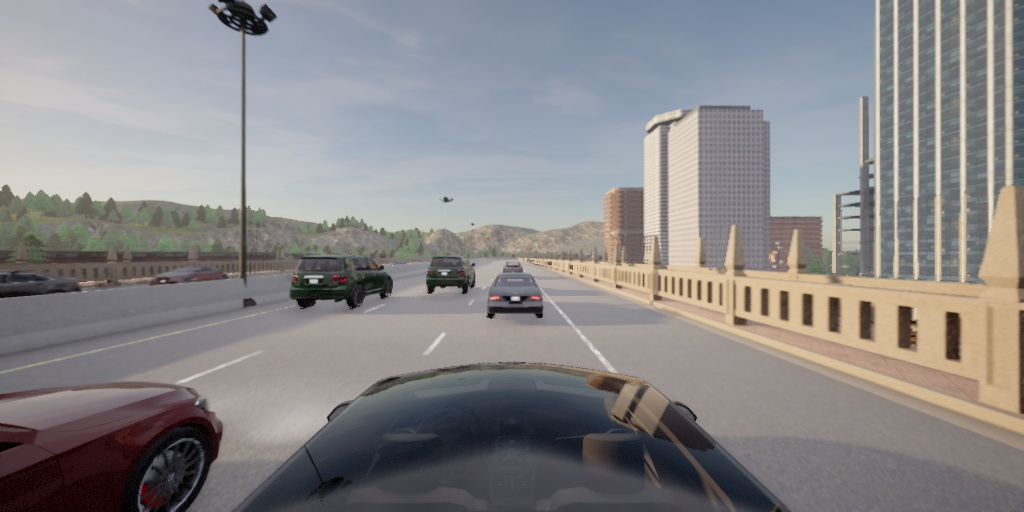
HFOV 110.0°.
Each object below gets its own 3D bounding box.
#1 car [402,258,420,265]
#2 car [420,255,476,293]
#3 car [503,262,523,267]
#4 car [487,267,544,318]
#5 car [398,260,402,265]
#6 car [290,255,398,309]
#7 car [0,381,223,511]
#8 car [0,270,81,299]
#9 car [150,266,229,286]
[{"bbox_3d":[-14.000,1.153,52.596,2.097,1.767,4.553,0,0,0],"label":"car"},{"bbox_3d":[-3.398,0.979,20.717,2.150,2.045,5.566,0,0,0],"label":"car"},{"bbox_3d":[0.103,1.267,34.310,2.128,1.511,4.902,0,0,0],"label":"car"},{"bbox_3d":[0.101,1.298,13.020,2.033,1.411,5.357,0,0,0],"label":"car"},{"bbox_3d":[-17.495,1.390,57.144,1.994,1.385,4.181,0,0,0],"label":"car"},{"bbox_3d":[-6.899,0.974,15.167,2.150,2.045,5.566,0,0,0],"label":"car"},{"bbox_3d":[-3.412,1.276,1.130,1.812,1.442,4.674,0,0,0],"label":"car"},{"bbox_3d":[-17.596,1.242,11.759,2.128,1.511,4.902,0,0,0],"label":"car"},{"bbox_3d":[-21.086,1.325,23.660,1.994,1.385,4.181,0,0,0],"label":"car"}]
